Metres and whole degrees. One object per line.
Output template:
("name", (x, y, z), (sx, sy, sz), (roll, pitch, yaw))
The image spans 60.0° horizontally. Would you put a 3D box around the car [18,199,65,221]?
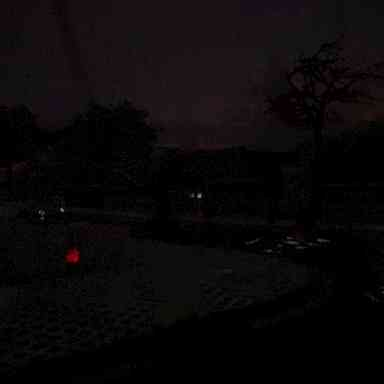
("car", (-12.052, 1.481, 26.515), (4.553, 1.767, 2.097), (0, 3, 41))
